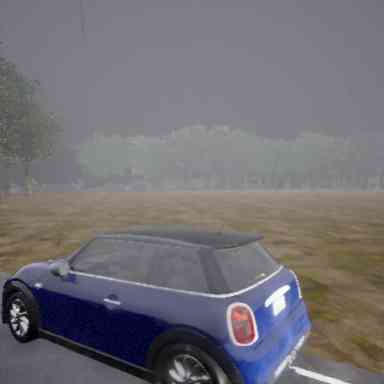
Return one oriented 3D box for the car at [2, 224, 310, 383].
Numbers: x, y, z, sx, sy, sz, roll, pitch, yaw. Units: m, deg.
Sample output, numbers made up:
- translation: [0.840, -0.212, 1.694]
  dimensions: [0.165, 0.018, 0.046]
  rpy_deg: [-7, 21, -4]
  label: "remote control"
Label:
- translation: [-0.790, 1.286, 4.886]
  dimensions: [4.553, 1.767, 2.097]
  rpy_deg: [0, 1, 34]
  label: "car"
